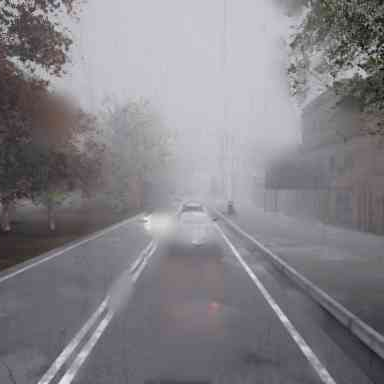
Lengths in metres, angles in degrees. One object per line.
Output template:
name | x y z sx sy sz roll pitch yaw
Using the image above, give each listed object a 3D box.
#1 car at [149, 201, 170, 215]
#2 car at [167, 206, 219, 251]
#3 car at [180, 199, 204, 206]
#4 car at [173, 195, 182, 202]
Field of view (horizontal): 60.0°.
car | -3.346 1.597 34.520 1.895 1.301 4.718 0 0 0
car | 0.094 1.525 13.925 1.812 1.442 4.674 0 0 0
car | 0.095 1.523 29.284 1.812 1.442 4.674 0 0 0
car | -3.254 1.492 75.848 2.033 1.411 5.357 0 0 0
